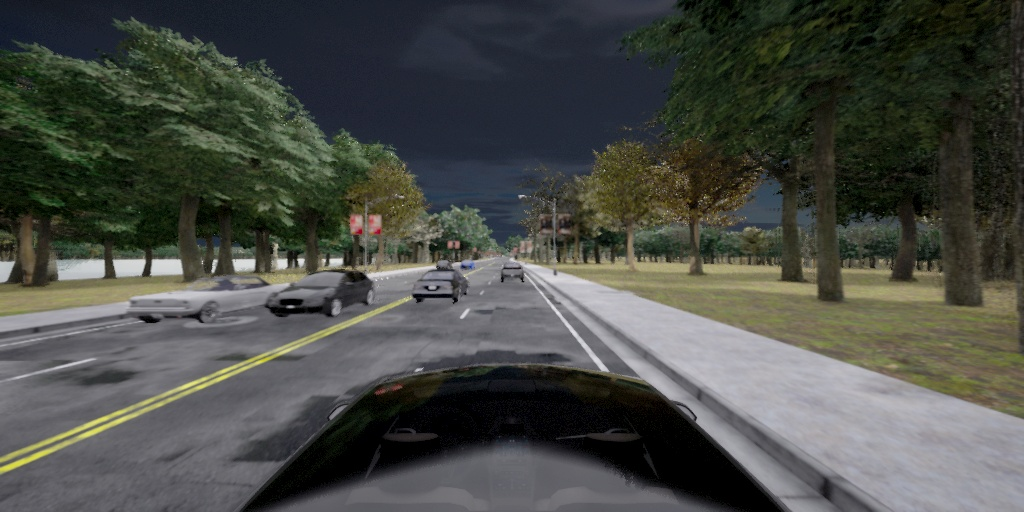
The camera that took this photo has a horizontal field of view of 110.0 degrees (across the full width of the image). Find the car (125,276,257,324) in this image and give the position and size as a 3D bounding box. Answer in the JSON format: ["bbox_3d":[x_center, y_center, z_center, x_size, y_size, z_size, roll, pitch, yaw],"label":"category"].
[{"bbox_3d":[-9.861,1.360,12.176,1.895,1.301,4.718,0,0,0],"label":"car"}]

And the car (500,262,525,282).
[{"bbox_3d":[0.029,1.282,29.414,2.128,1.511,4.902,0,0,0],"label":"car"}]

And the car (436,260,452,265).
[{"bbox_3d":[-10.061,1.364,53.340,1.837,1.490,4.892,0,0,0],"label":"car"}]

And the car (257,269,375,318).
[{"bbox_3d":[-6.611,1.265,13.120,1.837,1.490,4.892,0,0,0],"label":"car"}]

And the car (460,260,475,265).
[{"bbox_3d":[-6.817,1.342,55.298,1.882,1.535,5.008,0,0,0],"label":"car"}]

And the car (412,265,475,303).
[{"bbox_3d":[-3.170,1.312,16.748,2.033,1.411,5.357,0,0,0],"label":"car"}]
